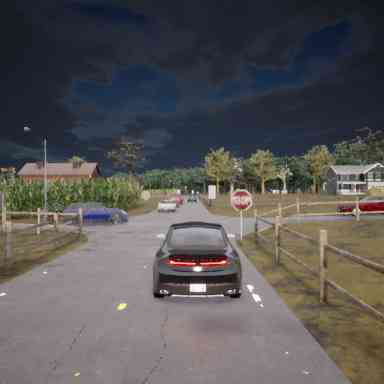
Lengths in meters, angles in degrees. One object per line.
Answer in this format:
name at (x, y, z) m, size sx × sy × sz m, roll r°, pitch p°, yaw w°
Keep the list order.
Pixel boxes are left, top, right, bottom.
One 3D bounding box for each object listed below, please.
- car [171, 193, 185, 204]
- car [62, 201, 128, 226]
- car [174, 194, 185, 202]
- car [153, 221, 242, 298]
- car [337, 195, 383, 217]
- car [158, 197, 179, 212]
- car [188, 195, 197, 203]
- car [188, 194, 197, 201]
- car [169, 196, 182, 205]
car at (-2.786, 1.183, 58.514) m, size 2.150 × 2.045 × 5.566 m, roll 0°, pitch 0°, yaw 0°
car at (-6.968, 1.518, 24.036) m, size 4.553 × 1.767 × 2.097 m, roll -1°, pitch -2°, yaw -18°
car at (-2.692, 1.294, 71.862) m, size 2.097 × 1.767 × 4.553 m, roll 0°, pitch 0°, yaw 0°
car at (0.106, 1.509, 8.520) m, size 1.837 × 1.490 × 4.892 m, roll 0°, pitch 0°, yaw 0°
car at (13.783, 1.028, 25.536) m, size 5.008 × 1.535 × 1.882 m, roll -2°, pitch -2°, yaw 0°
car at (-2.825, 1.584, 38.022) m, size 1.895 × 1.301 × 4.718 m, roll 0°, pitch 0°, yaw 0°
car at (0.057, 1.496, 70.348) m, size 1.994 × 1.385 × 4.181 m, roll 0°, pitch 0°, yaw 0°
car at (0.068, 1.315, 80.361) m, size 2.033 × 1.411 × 5.357 m, roll 0°, pitch 0°, yaw 0°
car at (-2.807, 1.573, 47.612) m, size 1.895 × 1.301 × 4.718 m, roll 0°, pitch 0°, yaw 0°
